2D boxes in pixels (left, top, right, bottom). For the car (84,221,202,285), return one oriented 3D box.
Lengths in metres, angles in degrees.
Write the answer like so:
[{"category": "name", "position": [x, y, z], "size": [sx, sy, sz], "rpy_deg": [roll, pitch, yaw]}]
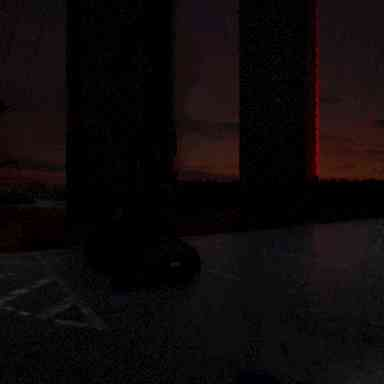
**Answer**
[{"category": "car", "position": [-1.572, 1.548, 9.577], "size": [1.994, 1.381, 4.181], "rpy_deg": [0, 0, -36]}]
